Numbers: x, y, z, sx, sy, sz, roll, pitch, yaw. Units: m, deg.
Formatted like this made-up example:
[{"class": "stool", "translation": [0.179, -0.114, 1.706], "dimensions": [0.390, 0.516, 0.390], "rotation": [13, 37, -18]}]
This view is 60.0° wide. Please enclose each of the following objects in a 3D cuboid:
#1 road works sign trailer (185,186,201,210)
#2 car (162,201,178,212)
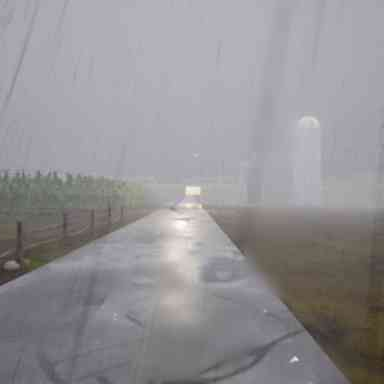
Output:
[{"class": "road works sign trailer", "translation": [0.169, 0.851, 50.222], "dimensions": [2.380, 3.560, 2.880], "rotation": [0, -1, -4]}, {"class": "car", "translation": [-2.850, 1.862, 43.345], "dimensions": [2.033, 1.411, 5.357], "rotation": [0, -1, 0]}]
